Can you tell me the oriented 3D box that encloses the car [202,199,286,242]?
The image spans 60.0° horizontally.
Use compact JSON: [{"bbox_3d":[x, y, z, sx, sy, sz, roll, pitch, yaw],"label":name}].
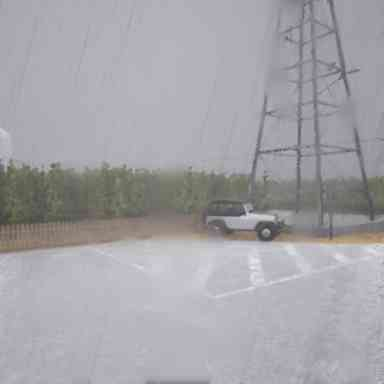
[{"bbox_3d":[2.424,1.273,15.909,3.866,1.878,1.905,0,0,23],"label":"car"}]
